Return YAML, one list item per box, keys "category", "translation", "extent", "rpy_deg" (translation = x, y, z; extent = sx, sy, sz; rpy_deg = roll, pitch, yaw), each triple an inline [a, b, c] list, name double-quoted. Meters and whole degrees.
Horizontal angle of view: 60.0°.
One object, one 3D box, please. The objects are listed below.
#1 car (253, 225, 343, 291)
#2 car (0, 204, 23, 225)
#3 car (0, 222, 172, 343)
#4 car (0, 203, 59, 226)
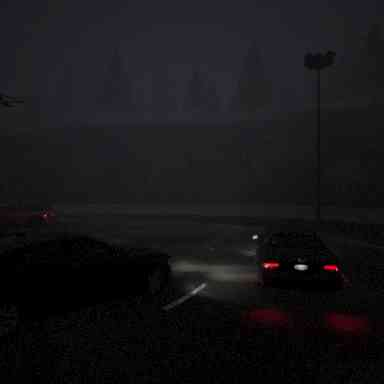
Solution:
- category: "car"
  translation: [2.756, 1.668, 9.480]
  extent: [2.033, 1.411, 5.357]
  rpy_deg: [0, -1, 10]
- category: "car"
  translation: [-15.393, 1.681, 24.606]
  extent: [4.892, 1.490, 1.837]
  rpy_deg: [1, -3, -18]
- category: "car"
  translation: [-2.584, 1.536, 6.697]
  extent: [1.882, 1.535, 5.008]
  rpy_deg: [1, 0, 43]
- category: "car"
  translation: [-11.271, 1.523, 21.861]
  extent: [4.553, 1.767, 2.097]
  rpy_deg: [0, 0, 3]
